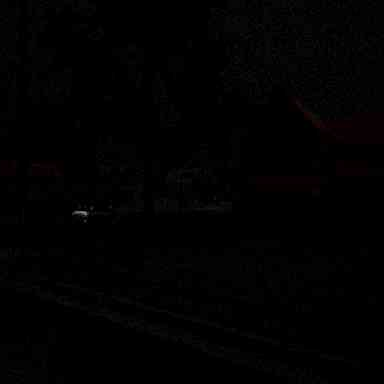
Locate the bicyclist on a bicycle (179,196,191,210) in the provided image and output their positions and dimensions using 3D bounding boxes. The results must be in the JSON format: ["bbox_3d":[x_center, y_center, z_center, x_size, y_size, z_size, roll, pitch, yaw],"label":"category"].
[{"bbox_3d":[-0.832,1.224,38.252,1.656,1.620,0.582,0,0,34],"label":"bicyclist on a bicycle"}]

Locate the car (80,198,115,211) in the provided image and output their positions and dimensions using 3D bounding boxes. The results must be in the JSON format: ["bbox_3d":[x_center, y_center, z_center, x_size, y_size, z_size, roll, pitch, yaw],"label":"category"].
[{"bbox_3d":[-11.711,1.505,40.855,1.837,1.490,4.892,0,0,34],"label":"car"}]

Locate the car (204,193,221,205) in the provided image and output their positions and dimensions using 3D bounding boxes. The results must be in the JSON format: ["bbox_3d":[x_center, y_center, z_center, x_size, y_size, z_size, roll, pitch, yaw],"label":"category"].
[{"bbox_3d":[3.645,1.221,58.520,2.150,2.045,5.566,0,0,14],"label":"car"}]

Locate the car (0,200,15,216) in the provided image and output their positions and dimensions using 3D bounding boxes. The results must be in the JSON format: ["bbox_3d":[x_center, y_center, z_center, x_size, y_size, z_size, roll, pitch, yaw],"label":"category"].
[{"bbox_3d":[-17.363,1.505,32.522,1.837,1.490,4.892,0,0,34],"label":"car"}]

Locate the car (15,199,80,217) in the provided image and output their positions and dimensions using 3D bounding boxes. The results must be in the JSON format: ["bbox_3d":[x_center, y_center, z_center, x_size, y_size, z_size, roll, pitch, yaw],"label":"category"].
[{"bbox_3d":[-13.560,1.477,31.531,1.882,1.535,5.008,0,0,34],"label":"car"}]
